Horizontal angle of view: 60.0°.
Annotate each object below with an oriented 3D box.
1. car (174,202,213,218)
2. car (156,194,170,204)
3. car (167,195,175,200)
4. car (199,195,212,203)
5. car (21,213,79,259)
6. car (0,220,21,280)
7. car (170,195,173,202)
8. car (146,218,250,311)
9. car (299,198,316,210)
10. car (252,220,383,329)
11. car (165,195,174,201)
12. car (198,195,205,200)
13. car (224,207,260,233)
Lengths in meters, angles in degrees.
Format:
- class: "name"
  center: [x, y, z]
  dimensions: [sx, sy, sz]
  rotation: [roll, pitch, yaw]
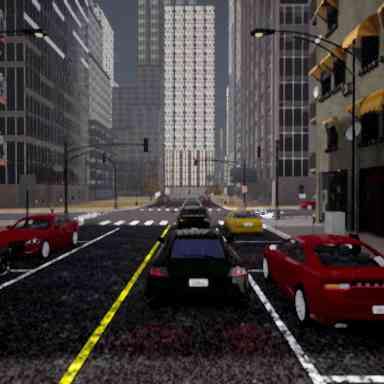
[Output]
- class: "car"
  center: [0.087, 1.495, 17.831]
  dimensions: [1.837, 1.490, 4.892]
  rotation: [0, 0, -1]
- class: "car"
  center: [-5.662, 1.517, 61.542]
  dimensions: [1.887, 1.381, 4.507]
  rotation: [-1, 0, 0]
- class: "car"
  center: [-5.646, 1.508, 89.340]
  dimensions: [1.887, 1.381, 4.507]
  rotation: [-1, 0, 0]
- class: "car"
  center: [2.717, 1.412, 61.536]
  dimensions: [1.967, 1.590, 4.097]
  rotation: [-1, 0, 0]
- class: "car"
  center: [-5.692, 1.538, 12.506]
  dimensions: [1.887, 1.381, 4.507]
  rotation: [-1, 0, 0]
- class: "car"
  center: [-5.696, 1.436, 6.982]
  dimensions: [1.967, 1.590, 4.097]
  rotation: [-1, 0, 0]
- class: "car"
  center: [-5.661, 1.285, 67.102]
  dimensions: [2.192, 1.841, 5.009]
  rotation: [-1, 0, 0]
- class: "car"
  center: [0.107, 1.560, 7.847]
  dimensions: [1.994, 1.385, 4.181]
  rotation: [0, 0, 0]
- class: "car"
  center: [14.273, 1.241, 37.128]
  dimensions: [4.507, 1.381, 1.887]
  rotation: [-1, 1, 0]
- class: "car"
  center: [2.686, 1.541, 6.963]
  dimensions: [1.887, 1.381, 4.507]
  rotation: [-1, 0, 0]
- class: "car"
  center: [-5.650, 1.490, 83.610]
  dimensions: [1.752, 1.417, 4.829]
  rotation: [-1, 0, 0]
- class: "car"
  center: [2.738, 1.544, 94.894]
  dimensions: [1.802, 1.307, 4.206]
  rotation: [-1, 0, 0]
- class: "car"
  center: [2.692, 1.516, 18.180]
  dimensions: [1.752, 1.417, 4.829]
  rotation: [-1, 0, 0]
